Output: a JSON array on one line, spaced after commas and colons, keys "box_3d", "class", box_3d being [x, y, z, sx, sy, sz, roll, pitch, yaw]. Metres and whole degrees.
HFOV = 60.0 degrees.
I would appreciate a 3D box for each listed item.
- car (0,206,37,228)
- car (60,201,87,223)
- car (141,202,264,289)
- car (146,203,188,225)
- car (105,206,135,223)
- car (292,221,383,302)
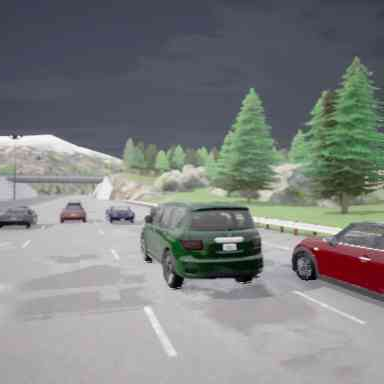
[{"box_3d": [-11.935, 1.667, 22.948, 1.994, 1.385, 4.181, 0, 0, -19], "class": "car"}, {"box_3d": [-9.709, 1.713, 27.251, 1.994, 1.385, 4.181, 0, 0, -19], "class": "car"}, {"box_3d": [-0.033, 1.295, 9.724, 2.150, 2.045, 5.566, 1, -1, -18], "class": "car"}, {"box_3d": [-2.119, 1.681, 26.697, 2.128, 1.511, 4.902, 0, 0, -19], "class": "car"}, {"box_3d": [-5.911, 1.770, 26.967, 1.895, 1.301, 4.718, 0, 0, -19], "class": "car"}, {"box_3d": [4.308, 1.436, 7.611, 2.097, 1.767, 4.553, 0, 0, -18], "class": "car"}]
